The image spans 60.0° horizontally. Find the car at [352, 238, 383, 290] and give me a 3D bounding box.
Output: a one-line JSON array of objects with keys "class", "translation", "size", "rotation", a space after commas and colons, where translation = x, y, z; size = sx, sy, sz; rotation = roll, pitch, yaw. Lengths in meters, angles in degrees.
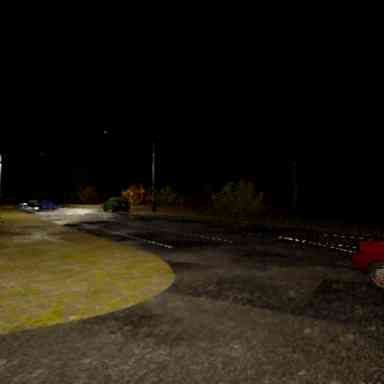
[{"class": "car", "translation": [6.107, 1.686, 7.573], "size": [1.812, 1.442, 4.674], "rotation": [1, -1, -33]}]

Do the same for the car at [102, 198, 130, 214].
[{"class": "car", "translation": [-10.260, 1.799, 44.723], "size": [2.150, 2.045, 5.566], "rotation": [1, -1, -34]}]

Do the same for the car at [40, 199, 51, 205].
[{"class": "car", "translation": [-37.721, 2.446, 85.794], "size": [1.812, 1.442, 4.674], "rotation": [1, -1, -34]}]

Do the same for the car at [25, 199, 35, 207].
[{"class": "car", "translation": [-30.796, 2.269, 64.560], "size": [1.994, 1.385, 4.181], "rotation": [1, -1, -27]}]

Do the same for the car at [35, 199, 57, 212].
[{"class": "car", "translation": [-20.966, 2.050, 48.154], "size": [1.882, 1.535, 5.008], "rotation": [1, -1, -34]}]
